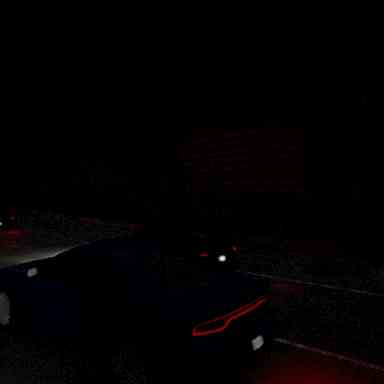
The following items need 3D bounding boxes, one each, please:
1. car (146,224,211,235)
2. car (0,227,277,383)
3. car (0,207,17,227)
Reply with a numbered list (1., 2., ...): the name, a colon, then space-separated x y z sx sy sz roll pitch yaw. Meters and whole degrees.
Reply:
1. car: -0.790 1.590 9.359 4.181 1.385 1.994 0 0 40
2. car: -1.230 1.491 5.168 5.008 1.535 1.882 0 0 38
3. car: -13.090 1.645 21.983 1.895 1.301 4.718 0 0 -39
